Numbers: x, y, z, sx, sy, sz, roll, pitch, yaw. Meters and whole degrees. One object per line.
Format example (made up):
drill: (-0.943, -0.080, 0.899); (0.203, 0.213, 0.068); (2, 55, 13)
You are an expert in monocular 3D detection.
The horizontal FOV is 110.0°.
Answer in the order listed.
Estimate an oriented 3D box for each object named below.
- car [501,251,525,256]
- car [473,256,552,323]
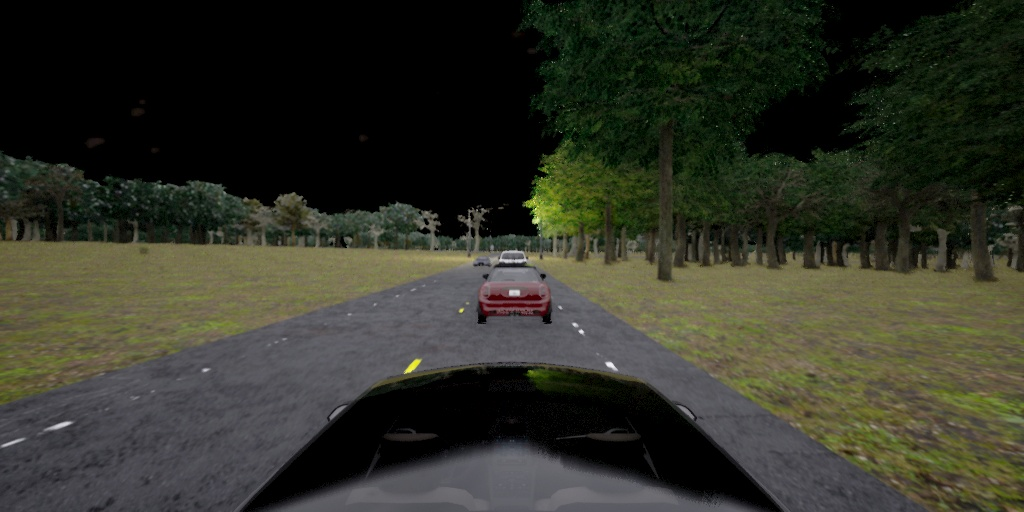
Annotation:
car: (0.088, 0.648, 27.673); (2.150, 2.045, 5.566); (0, 1, 0)
car: (0.080, 0.992, 11.822); (2.097, 1.767, 4.553); (0, 1, 0)
